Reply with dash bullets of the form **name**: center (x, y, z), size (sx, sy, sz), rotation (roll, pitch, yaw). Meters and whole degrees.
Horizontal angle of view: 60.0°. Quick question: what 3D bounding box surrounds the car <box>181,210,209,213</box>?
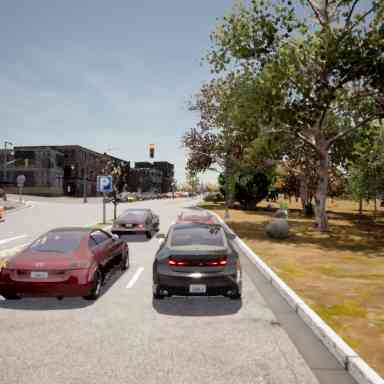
- **car**: center (0.155, 1.625, 17.749), size (1.895, 1.301, 4.718), rotation (0, 0, 0)

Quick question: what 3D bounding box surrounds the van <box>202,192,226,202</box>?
- **van**: center (4.270, 1.043, 65.402), size (4.442, 1.987, 1.878), rotation (1, 0, -14)

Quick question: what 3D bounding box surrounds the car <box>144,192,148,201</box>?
- **car**: center (-13.027, 1.322, 74.759), size (4.892, 1.521, 2.231), rotation (-1, 0, -14)

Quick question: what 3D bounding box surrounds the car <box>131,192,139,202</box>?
- **car**: center (-13.812, 1.316, 65.796), size (5.366, 1.575, 1.946), rotation (-1, 0, -15)

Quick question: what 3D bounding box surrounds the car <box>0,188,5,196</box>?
- **car**: center (-31.175, 0.137, 53.669), size (2.002, 1.452, 4.674), rotation (6, -3, -19)

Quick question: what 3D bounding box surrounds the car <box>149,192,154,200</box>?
- **car**: center (-12.284, 1.359, 80.756), size (4.674, 1.452, 2.002), rotation (-1, 0, -13)

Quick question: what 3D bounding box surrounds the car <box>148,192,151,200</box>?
- **car**: center (-12.655, 1.360, 77.755), size (4.674, 1.452, 2.002), rotation (-1, 0, -13)

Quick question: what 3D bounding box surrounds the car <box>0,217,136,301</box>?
- **car**: center (-2.903, 1.574, 8.434), size (1.994, 1.385, 4.181), rotation (0, 0, 1)

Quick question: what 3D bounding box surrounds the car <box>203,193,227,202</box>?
- **car**: center (4.653, 1.142, 68.372), size (4.553, 1.767, 2.185), rotation (1, 0, -14)

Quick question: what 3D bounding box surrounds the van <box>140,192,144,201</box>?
- **van**: center (-13.255, 1.093, 71.788), size (4.442, 1.987, 1.878), rotation (-1, 0, -14)

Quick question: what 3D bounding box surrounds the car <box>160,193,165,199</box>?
- **car**: center (-11.020, 1.065, 89.745), size (5.566, 2.045, 2.435), rotation (-1, 0, -12)

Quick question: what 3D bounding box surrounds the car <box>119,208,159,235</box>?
- **car**: center (-2.848, 1.572, 17.654), size (2.033, 1.411, 5.357), rotation (0, 0, 1)

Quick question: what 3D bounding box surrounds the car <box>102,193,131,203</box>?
- **car**: center (-14.457, 1.359, 62.804), size (4.792, 1.488, 2.163), rotation (-1, 0, -15)

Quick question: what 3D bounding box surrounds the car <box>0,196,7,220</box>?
- **car**: center (-16.632, 1.404, 24.997), size (4.553, 1.767, 2.185), rotation (-1, 0, -19)

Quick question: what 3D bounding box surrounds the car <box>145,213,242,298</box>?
- **car**: center (0.107, 1.515, 8.481), size (1.837, 1.490, 4.892), rotation (0, 0, 0)

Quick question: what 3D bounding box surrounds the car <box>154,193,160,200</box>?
- **car**: center (-11.470, 1.358, 86.739), size (4.674, 1.452, 2.002), rotation (-1, 0, -12)
